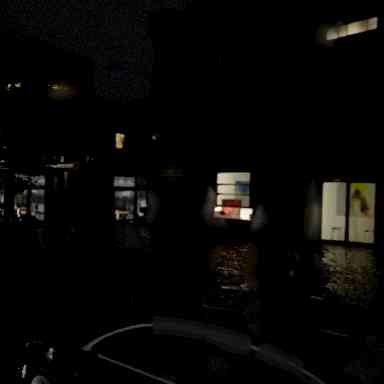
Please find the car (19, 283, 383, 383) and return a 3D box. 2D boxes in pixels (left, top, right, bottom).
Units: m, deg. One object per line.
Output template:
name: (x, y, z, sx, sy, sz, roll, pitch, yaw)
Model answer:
car: (0.226, 1.530, 2.858, 4.403, 1.369, 2.008, 1, 1, 35)
